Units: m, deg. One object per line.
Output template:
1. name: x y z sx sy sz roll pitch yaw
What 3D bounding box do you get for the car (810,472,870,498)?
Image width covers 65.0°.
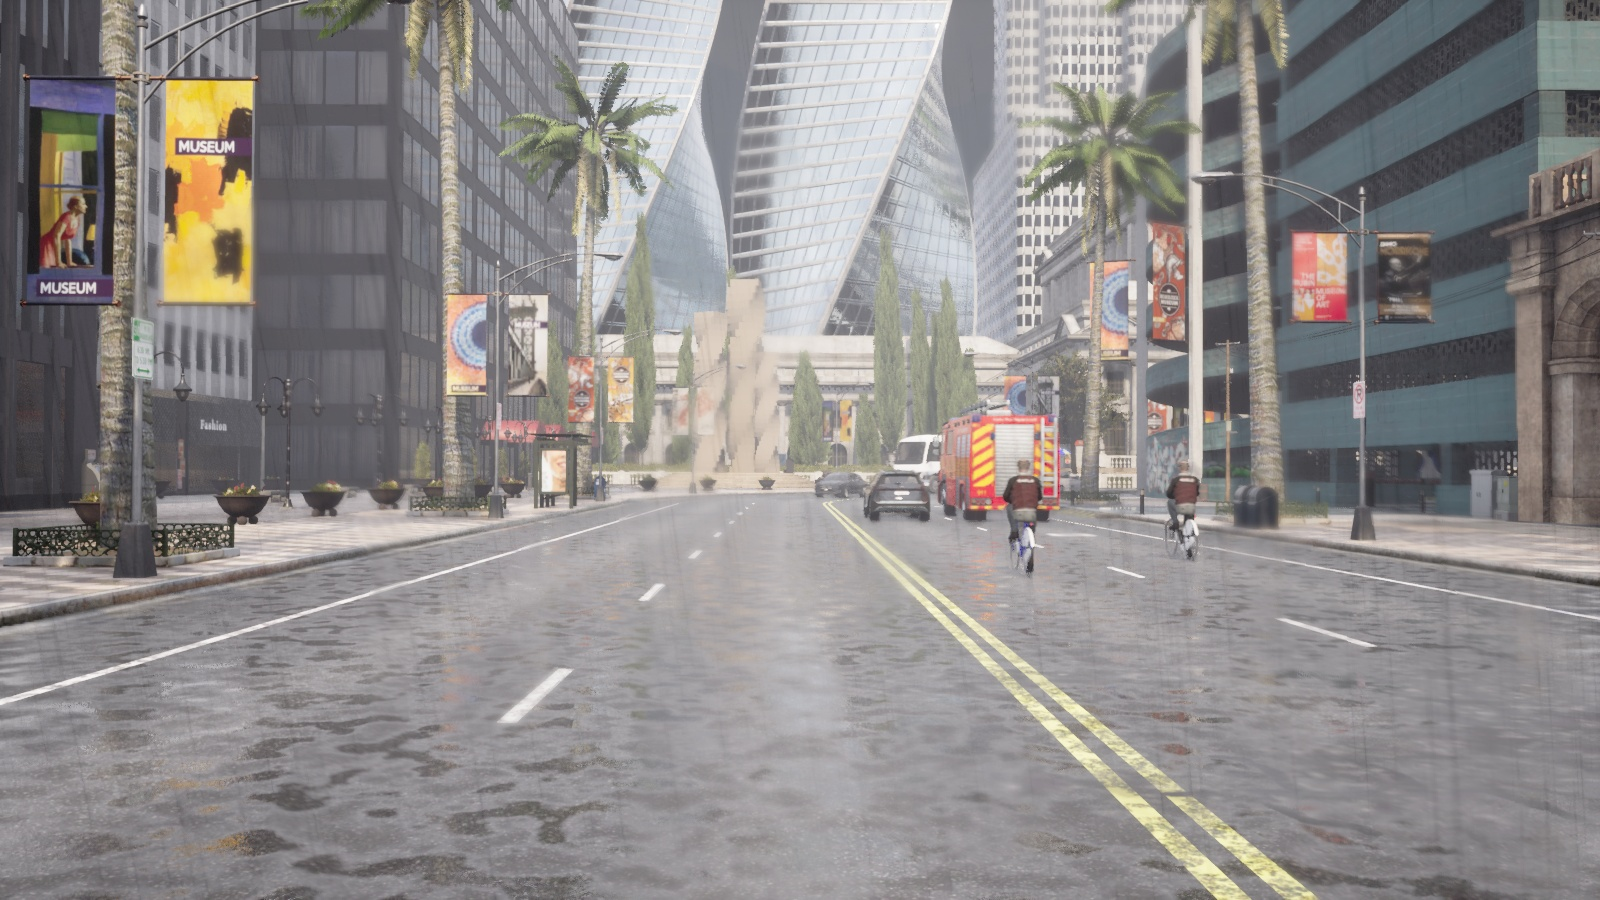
1. car: 2.413 2.048 73.931 1.837 1.490 4.892 -1 -1 23

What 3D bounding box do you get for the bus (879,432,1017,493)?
1. bus: 10.963 0.940 92.307 10.273 4.253 3.944 1 -1 -39

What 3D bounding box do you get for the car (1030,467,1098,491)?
1. car: 18.866 2.084 89.582 4.611 1.667 2.242 1 -1 -37

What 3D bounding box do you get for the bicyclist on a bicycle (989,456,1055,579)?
1. bicyclist on a bicycle: 3.352 0.992 19.089 0.659 1.776 1.843 0 -1 0

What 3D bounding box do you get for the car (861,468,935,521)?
1. car: 3.164 1.428 41.538 2.033 1.649 4.856 0 -1 0

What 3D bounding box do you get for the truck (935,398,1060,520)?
1. truck: 6.643 0.353 43.558 2.891 3.827 8.468 0 -1 0

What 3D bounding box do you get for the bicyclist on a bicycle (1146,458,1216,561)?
1. bicyclist on a bicycle: 6.823 1.036 22.580 0.659 1.776 1.843 0 -1 0
